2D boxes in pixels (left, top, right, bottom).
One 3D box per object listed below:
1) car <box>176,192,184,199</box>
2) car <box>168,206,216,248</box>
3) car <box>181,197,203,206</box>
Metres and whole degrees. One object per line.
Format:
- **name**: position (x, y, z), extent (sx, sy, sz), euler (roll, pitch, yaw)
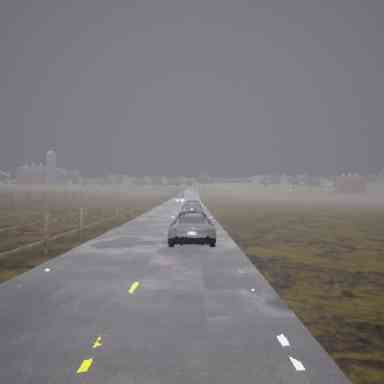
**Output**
- **car**: position (-2.713, 0.768, 76.754), extent (2.128, 1.511, 4.902), euler (0, 1, 0)
- **car**: position (0.001, 1.542, 14.660), extent (1.994, 1.385, 4.181), euler (0, 0, 0)
- **car**: position (0.001, 1.458, 29.665), extent (2.033, 1.411, 5.357), euler (0, 0, 0)
